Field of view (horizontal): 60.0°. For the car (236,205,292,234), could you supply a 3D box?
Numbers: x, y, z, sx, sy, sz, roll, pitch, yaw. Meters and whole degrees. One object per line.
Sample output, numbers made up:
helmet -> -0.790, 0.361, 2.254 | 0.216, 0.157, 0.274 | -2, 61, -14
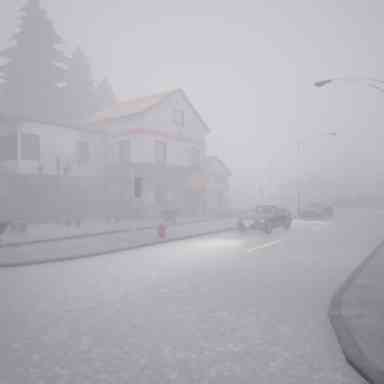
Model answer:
car -> 4.364, 1.534, 19.746 | 2.128, 1.511, 4.902 | 0, 0, 36

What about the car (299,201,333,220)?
car -> 10.713, 1.542, 28.581 | 1.837, 1.490, 4.892 | 0, 1, 36
